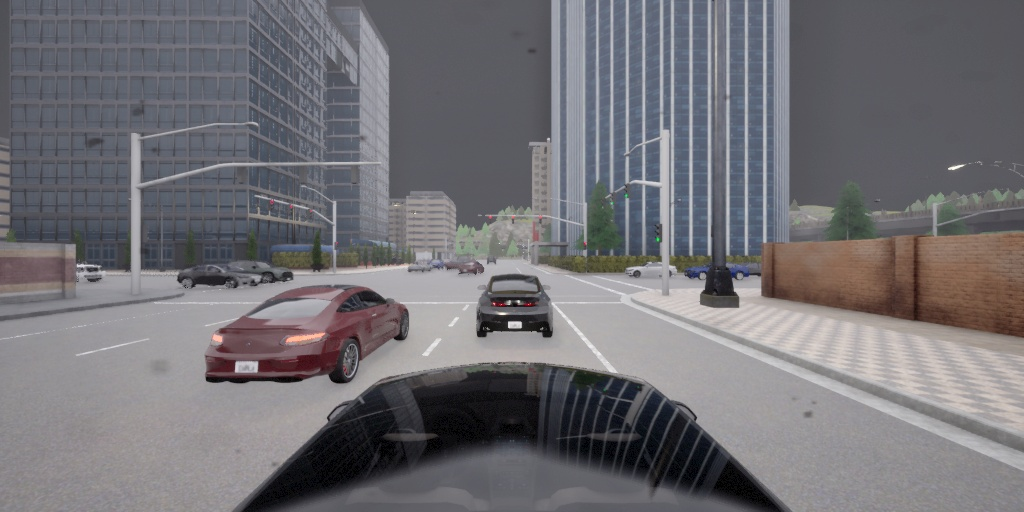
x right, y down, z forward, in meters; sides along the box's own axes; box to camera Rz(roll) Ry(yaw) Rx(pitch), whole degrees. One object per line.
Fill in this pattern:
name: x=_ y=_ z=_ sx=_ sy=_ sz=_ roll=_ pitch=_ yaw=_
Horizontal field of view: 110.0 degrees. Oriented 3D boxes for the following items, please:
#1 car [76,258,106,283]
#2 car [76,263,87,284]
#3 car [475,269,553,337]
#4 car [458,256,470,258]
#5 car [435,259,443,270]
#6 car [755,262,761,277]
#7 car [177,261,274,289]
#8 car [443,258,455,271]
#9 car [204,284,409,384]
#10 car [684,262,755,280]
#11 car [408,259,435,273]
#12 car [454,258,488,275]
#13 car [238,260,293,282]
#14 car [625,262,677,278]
car: x=-33.233 y=0.972 z=26.109 sx=5.566 sy=2.045 sz=2.150 roll=0 pitch=0 yaw=-1
car: x=-30.275 y=1.314 z=22.634 sx=4.181 sy=1.385 sz=1.994 roll=0 pitch=0 yaw=0
car: x=0.064 y=1.255 z=10.224 sx=1.837 sy=1.490 sz=4.892 roll=0 pitch=0 yaw=0
car: x=-8.050 y=0.971 z=59.435 sx=2.150 sy=2.045 sz=5.566 roll=0 pitch=0 yaw=-1
car: x=-11.473 y=1.227 z=53.826 sx=1.882 sy=1.535 sz=5.008 roll=0 pitch=0 yaw=-1
car: x=22.614 y=1.297 z=33.817 sx=5.357 sy=1.411 sz=2.033 roll=0 pitch=0 yaw=-1
car: x=-18.052 y=1.242 z=22.308 sx=4.902 sy=1.511 sz=2.128 roll=0 pitch=0 yaw=7
car: x=-7.912 y=1.351 z=49.641 sx=1.895 sy=1.301 sz=4.718 roll=0 pitch=0 yaw=-1
car: x=-3.438 y=1.276 z=6.958 sx=1.812 sy=1.442 sz=4.674 roll=0 pitch=0 yaw=0
car: x=17.209 y=1.228 z=30.269 sx=5.008 sy=1.535 sz=1.882 roll=0 pitch=0 yaw=-1
car: x=-11.395 y=1.351 z=44.434 sx=1.895 sy=1.301 sz=4.718 roll=0 pitch=0 yaw=1
car: x=-4.350 y=1.275 z=38.625 sx=1.812 sy=1.442 sz=4.674 roll=1 pitch=0 yaw=10
car: x=-18.622 y=1.101 z=26.240 sx=4.553 sy=1.767 sz=2.097 roll=0 pitch=0 yaw=-1
car: x=13.027 y=1.276 z=33.713 sx=4.674 sy=1.442 sz=1.812 roll=0 pitch=0 yaw=1
